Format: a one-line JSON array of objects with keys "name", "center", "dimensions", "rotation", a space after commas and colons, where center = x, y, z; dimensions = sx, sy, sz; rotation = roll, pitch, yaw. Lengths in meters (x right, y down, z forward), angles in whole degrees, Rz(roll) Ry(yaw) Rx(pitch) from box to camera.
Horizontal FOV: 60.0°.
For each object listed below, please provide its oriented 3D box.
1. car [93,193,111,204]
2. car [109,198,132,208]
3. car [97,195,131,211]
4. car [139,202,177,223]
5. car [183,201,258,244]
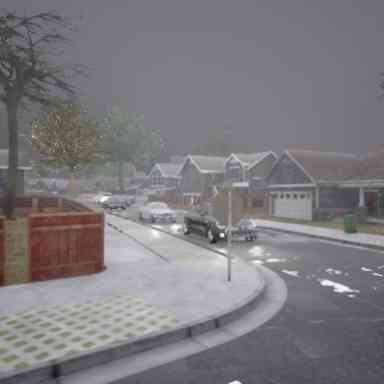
[{"name": "car", "center": [-15.006, 1.108, 56.073], "dimensions": [2.150, 2.045, 5.566], "rotation": [1, 0, -30]}, {"name": "car", "center": [-10.233, 1.519, 47.394], "dimensions": [1.895, 1.301, 4.718], "rotation": [1, 0, -28]}, {"name": "car", "center": [-9.240, 1.460, 39.141], "dimensions": [2.033, 1.411, 5.357], "rotation": [1, 0, -27]}, {"name": "car", "center": [-2.662, 1.490, 25.125], "dimensions": [1.812, 1.442, 4.674], "rotation": [1, 0, -25]}, {"name": "car", "center": [1.228, 1.351, 15.979], "dimensions": [2.097, 1.767, 4.553], "rotation": [1, 0, -22]}]
